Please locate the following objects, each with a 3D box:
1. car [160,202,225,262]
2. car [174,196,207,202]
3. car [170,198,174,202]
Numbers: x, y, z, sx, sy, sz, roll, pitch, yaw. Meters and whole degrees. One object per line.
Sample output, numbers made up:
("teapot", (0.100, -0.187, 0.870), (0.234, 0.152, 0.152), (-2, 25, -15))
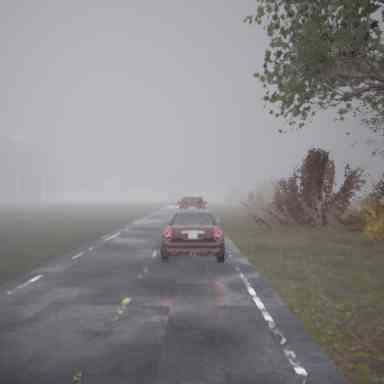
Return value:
("car", (0.044, 1.409, 12.539), (2.097, 1.767, 4.553), (0, 0, 0))
("car", (0.032, 1.341, 26.506), (2.150, 2.045, 5.566), (0, 0, 1))
("car", (-2.809, 1.797, 58.209), (1.994, 1.385, 4.181), (0, 0, 0))
